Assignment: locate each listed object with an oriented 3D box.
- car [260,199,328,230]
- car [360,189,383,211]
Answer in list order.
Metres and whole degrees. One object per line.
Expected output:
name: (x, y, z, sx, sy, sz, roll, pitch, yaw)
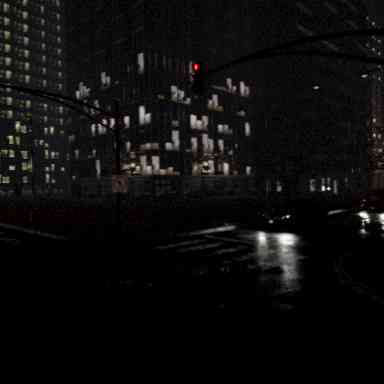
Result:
car: (5.633, 1.114, 17.918, 4.674, 1.442, 1.812, -2, 2, -41)
car: (15.411, 0.580, 26.876, 4.553, 1.767, 2.097, -2, 2, -42)
